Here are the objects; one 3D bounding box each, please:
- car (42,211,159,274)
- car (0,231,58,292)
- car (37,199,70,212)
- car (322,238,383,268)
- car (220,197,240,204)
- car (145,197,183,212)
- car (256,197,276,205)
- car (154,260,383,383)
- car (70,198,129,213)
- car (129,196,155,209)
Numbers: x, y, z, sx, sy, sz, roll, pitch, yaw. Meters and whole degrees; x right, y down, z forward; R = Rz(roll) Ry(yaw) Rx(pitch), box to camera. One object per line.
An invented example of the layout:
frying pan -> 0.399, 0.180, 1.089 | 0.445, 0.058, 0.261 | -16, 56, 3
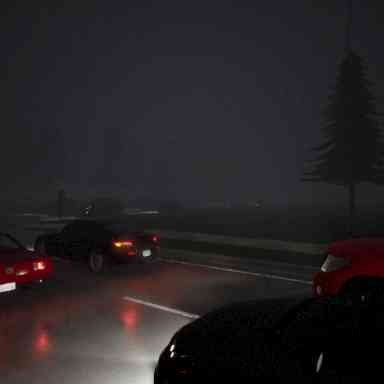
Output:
car -> -3.107, 1.526, 10.536 | 4.674, 1.442, 1.812 | 0, 0, 36
car -> -5.441, 1.601, 7.906 | 4.718, 1.301, 1.895 | 0, 0, 36
car -> -13.998, 1.502, 35.659 | 1.837, 1.490, 4.892 | 0, 1, 37
car -> 4.765, 1.221, 4.866 | 5.566, 2.045, 2.150 | 0, 0, 36
car -> 7.403, 1.601, 64.382 | 1.895, 1.301, 4.718 | 0, 0, 37
car -> -2.931, 1.563, 38.826 | 1.994, 1.385, 4.181 | 0, 0, 38
car -> 13.665, 1.547, 61.049 | 2.033, 1.411, 5.357 | 0, 0, 37
car -> 1.673, 1.564, 2.787 | 4.181, 1.385, 1.994 | 0, 0, 36
car -> -8.593, 1.352, 31.186 | 2.097, 1.767, 4.553 | 0, 0, 36
car -> -6.588, 1.353, 45.650 | 2.097, 1.767, 4.553 | 0, 0, 37
